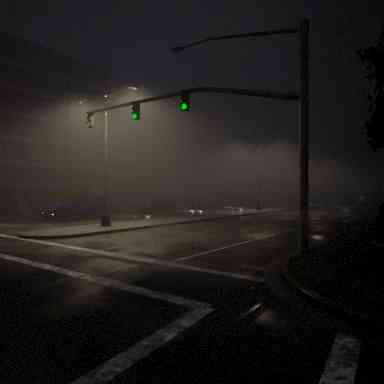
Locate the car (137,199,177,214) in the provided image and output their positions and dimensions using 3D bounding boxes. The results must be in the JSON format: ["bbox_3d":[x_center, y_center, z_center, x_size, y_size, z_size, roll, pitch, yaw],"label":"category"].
[{"bbox_3d":[-3.671,1.477,35.210,1.882,1.535,5.008,0,0,36],"label":"car"}]

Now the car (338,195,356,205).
[{"bbox_3d":[26.647,1.352,57.155,2.097,1.767,4.553,0,0,36],"label":"car"}]

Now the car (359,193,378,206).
[{"bbox_3d":[28.715,1.221,54.042,2.150,2.045,5.566,0,0,36],"label":"car"}]

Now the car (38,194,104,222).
[{"bbox_3d":[-9.535,1.222,27.110,2.150,2.045,5.566,0,0,36],"label":"car"}]

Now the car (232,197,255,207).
[{"bbox_3d":[7.979,1.505,51.241,1.837,1.490,4.892,0,0,36],"label":"car"}]

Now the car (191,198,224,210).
[{"bbox_3d":[2.114,1.547,43.201,2.033,1.411,5.357,0,0,36],"label":"car"}]
